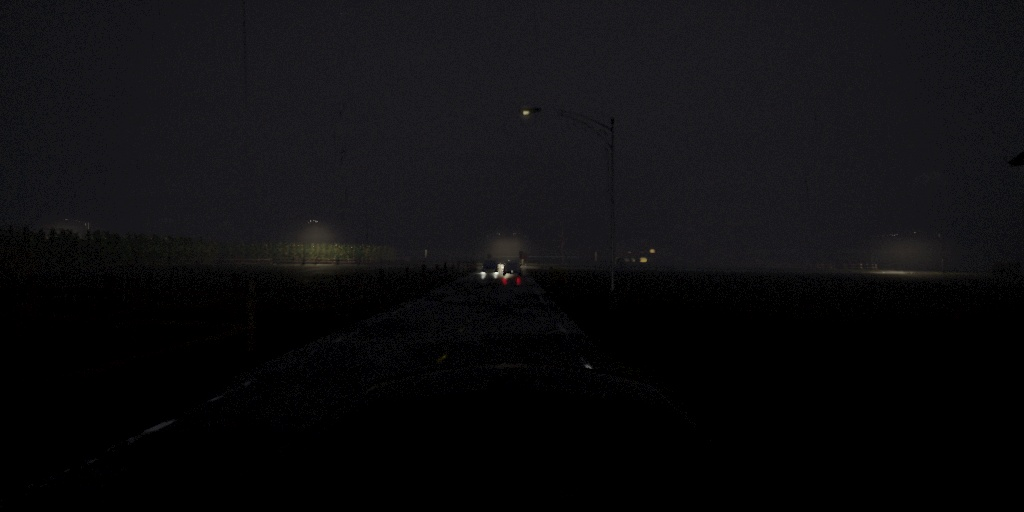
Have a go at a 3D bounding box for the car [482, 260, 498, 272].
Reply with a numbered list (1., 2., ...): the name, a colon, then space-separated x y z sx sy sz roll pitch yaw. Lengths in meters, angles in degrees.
1. car: -2.798 1.218 46.328 1.882 1.535 5.008 0 0 0

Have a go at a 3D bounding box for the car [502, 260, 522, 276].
1. car: 0.032 1.268 36.660 1.812 1.442 4.674 0 0 1

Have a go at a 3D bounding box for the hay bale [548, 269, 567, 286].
1. hay bale: 3.126 1.399 24.753 1.220 1.180 1.240 0 0 0
